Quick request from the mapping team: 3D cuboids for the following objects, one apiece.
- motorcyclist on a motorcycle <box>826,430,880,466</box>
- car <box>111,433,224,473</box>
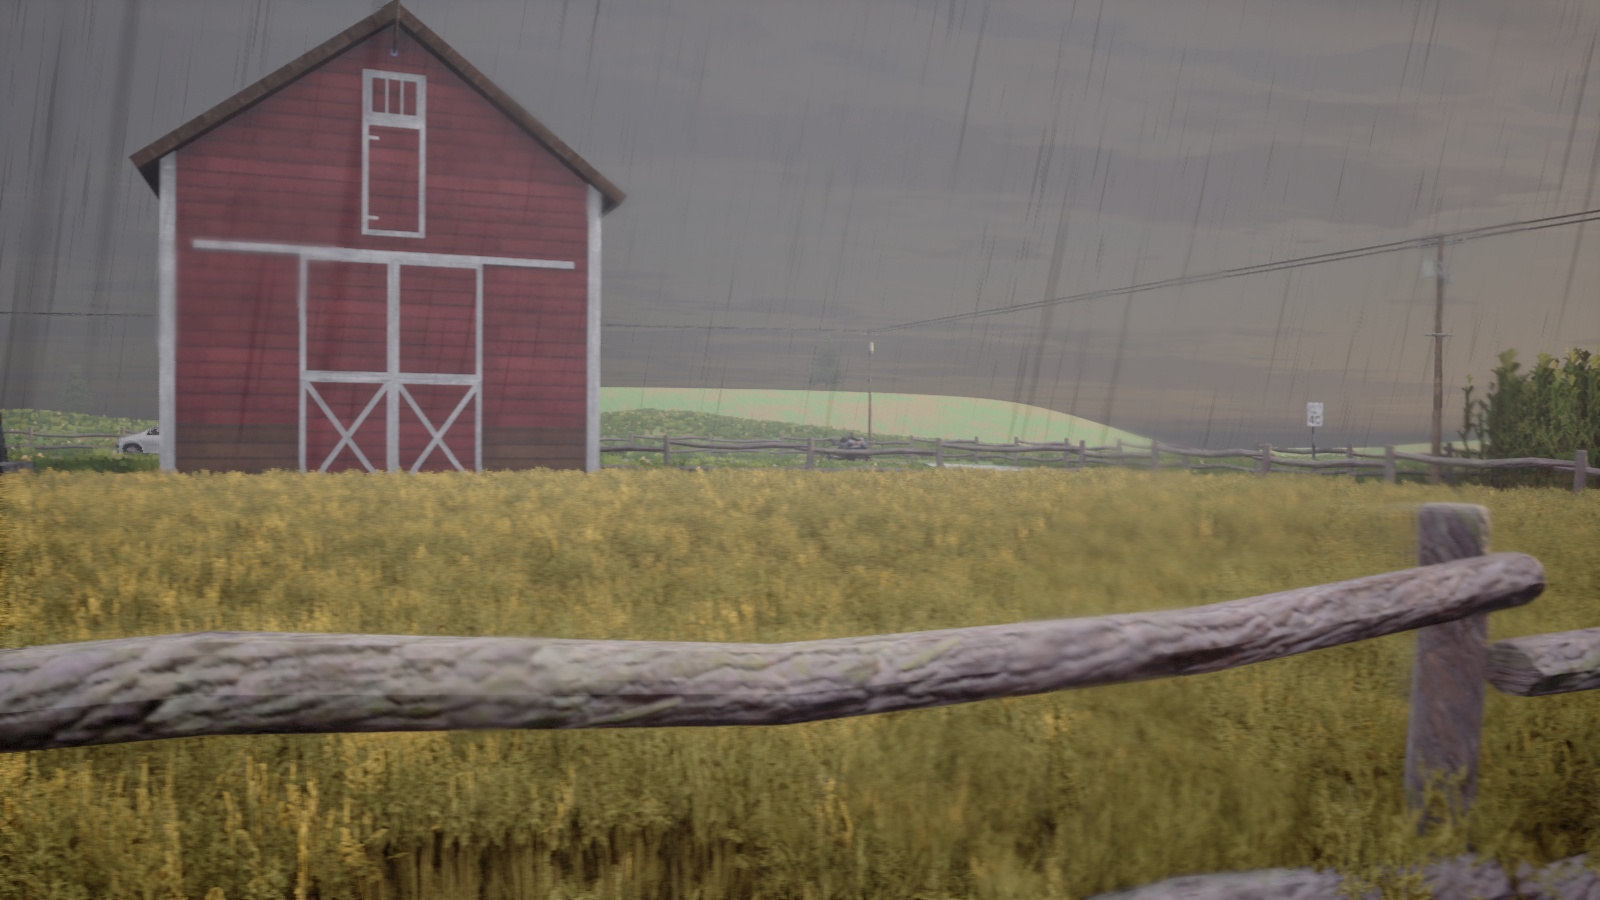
[{"bbox_3d":[2.364,-0.110,56.373,2.191,1.530,0.866,0,5,25],"label":"motorcyclist on a motorcycle"},{"bbox_3d":[-26.938,0.115,53.624,3.988,1.617,1.851,-1,1,-15],"label":"car"}]
